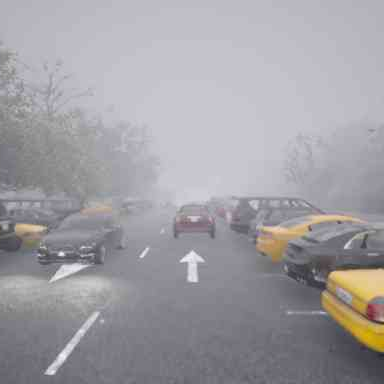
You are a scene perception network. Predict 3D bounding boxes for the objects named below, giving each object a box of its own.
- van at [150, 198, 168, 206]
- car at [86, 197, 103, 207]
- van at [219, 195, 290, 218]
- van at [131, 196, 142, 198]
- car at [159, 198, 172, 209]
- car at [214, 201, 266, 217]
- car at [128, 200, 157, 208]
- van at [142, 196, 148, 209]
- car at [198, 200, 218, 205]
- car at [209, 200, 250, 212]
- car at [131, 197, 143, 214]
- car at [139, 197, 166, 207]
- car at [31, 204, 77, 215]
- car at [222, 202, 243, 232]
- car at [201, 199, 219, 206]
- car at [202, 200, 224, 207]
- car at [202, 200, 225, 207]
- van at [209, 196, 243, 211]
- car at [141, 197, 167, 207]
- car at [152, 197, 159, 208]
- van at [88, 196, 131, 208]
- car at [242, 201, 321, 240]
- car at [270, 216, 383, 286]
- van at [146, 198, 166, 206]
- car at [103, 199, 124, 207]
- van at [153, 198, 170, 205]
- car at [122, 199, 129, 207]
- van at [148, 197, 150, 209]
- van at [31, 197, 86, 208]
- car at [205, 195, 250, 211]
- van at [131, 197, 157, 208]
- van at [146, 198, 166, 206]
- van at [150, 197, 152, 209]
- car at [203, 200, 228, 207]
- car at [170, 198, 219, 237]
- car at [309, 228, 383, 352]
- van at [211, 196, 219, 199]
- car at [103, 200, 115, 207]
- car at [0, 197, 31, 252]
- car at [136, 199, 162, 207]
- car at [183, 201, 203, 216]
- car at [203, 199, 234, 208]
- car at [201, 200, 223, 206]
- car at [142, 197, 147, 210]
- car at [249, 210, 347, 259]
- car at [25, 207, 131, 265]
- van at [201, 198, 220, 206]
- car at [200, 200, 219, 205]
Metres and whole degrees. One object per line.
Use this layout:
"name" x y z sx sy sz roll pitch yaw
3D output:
"van" -8.380 2.495 85.284 4.442 1.987 1.878 0 -1 0
"car" -8.496 1.410 21.582 4.553 1.767 2.185 0 0 0
"van" 4.437 1.334 24.153 4.442 1.987 1.878 0 0 0
"van" -8.400 1.439 38.203 4.442 1.987 1.878 0 0 0
"car" -3.532 1.817 52.958 2.097 1.767 4.553 0 -1 0
"car" 4.589 1.654 32.478 4.792 1.488 2.163 0 0 0
"car" -8.503 2.096 57.569 4.674 1.452 2.002 0 -1 0
"van" -8.397 1.497 43.595 4.442 1.987 1.878 0 -1 0
"car" 4.409 2.870 90.737 5.366 1.575 1.946 0 -2 0
"car" 4.535 1.719 40.814 4.792 1.488 2.163 0 -1 0
"car" -8.334 1.640 35.433 5.366 1.575 1.946 0 0 0
"car" -8.469 2.135 71.423 5.566 2.045 2.435 0 -1 0
"car" -8.524 1.493 16.041 4.892 1.521 2.231 0 0 0
"car" 4.550 1.578 21.375 4.674 1.452 2.002 0 0 0
"car" 4.560 2.597 85.195 4.553 1.767 2.185 0 -1 0
"car" 4.614 2.484 74.093 4.792 1.488 2.163 0 -1 0
"car" 4.612 2.418 71.317 4.792 1.488 2.163 0 -1 0
"van" 4.684 1.566 46.345 4.442 1.987 1.878 0 -1 0
"car" -8.467 2.201 74.193 5.566 2.045 2.435 0 -1 0
"car" -8.481 1.670 51.912 5.566 2.045 2.435 0 -1 0
"van" -8.638 1.396 32.664 4.442 1.987 1.878 0 0 0
"car" 4.516 1.350 13.052 4.553 1.767 2.185 0 0 0
"car" 4.538 1.457 7.502 4.892 1.521 2.231 0 0 0
"van" -8.377 2.293 76.961 4.442 1.987 1.878 0 -1 0
"car" -8.519 1.579 27.122 5.008 1.535 2.097 0 0 0
"van" -8.601 2.725 93.445 4.442 1.987 1.878 0 -2 0
"car" -8.516 1.601 29.892 4.892 1.521 2.231 0 0 0
"van" -8.629 1.566 46.497 4.442 1.987 1.878 0 -1 0
"van" -8.646 1.288 18.813 4.442 1.987 1.878 0 0 0
"car" 4.538 1.475 43.570 5.566 2.045 2.435 0 -1 0
"van" -8.620 1.893 60.219 4.442 1.987 1.878 0 -1 0
"van" -8.608 2.359 79.730 4.442 1.987 1.878 0 -1 0
"van" -8.627 1.629 49.141 4.442 1.987 1.878 0 -1 0
"car" 4.573 2.257 65.767 4.892 1.521 2.231 0 -1 0
"car" 0.110 1.384 18.243 2.097 1.767 4.553 0 0 0
"car" 4.728 1.455 4.733 5.366 1.575 1.946 0 0 0
"van" 4.679 1.442 38.033 4.442 1.987 1.878 0 0 0
"car" -8.521 1.556 24.226 5.008 1.535 2.097 0 0 0
"car" -8.562 1.206 10.506 5.566 2.045 2.435 0 0 0
"car" -8.495 2.254 65.877 5.008 1.535 2.097 0 -1 0
"car" 0.121 1.734 36.010 1.994 1.385 4.181 0 0 0
"car" 4.761 2.120 60.216 5.366 1.575 1.946 0 -1 0
"car" 4.615 2.550 76.868 4.792 1.488 2.163 0 -1 0
"car" -8.521 1.686 40.972 5.008 1.535 2.097 0 0 0
"car" 4.539 1.461 10.275 5.008 1.535 2.097 0 0 0
"car" -3.593 1.490 11.598 1.837 1.490 4.892 0 0 0
"van" 4.471 2.361 79.650 4.442 1.987 1.878 0 -1 0
"car" 4.599 2.796 87.971 4.892 1.521 2.231 0 -2 0
